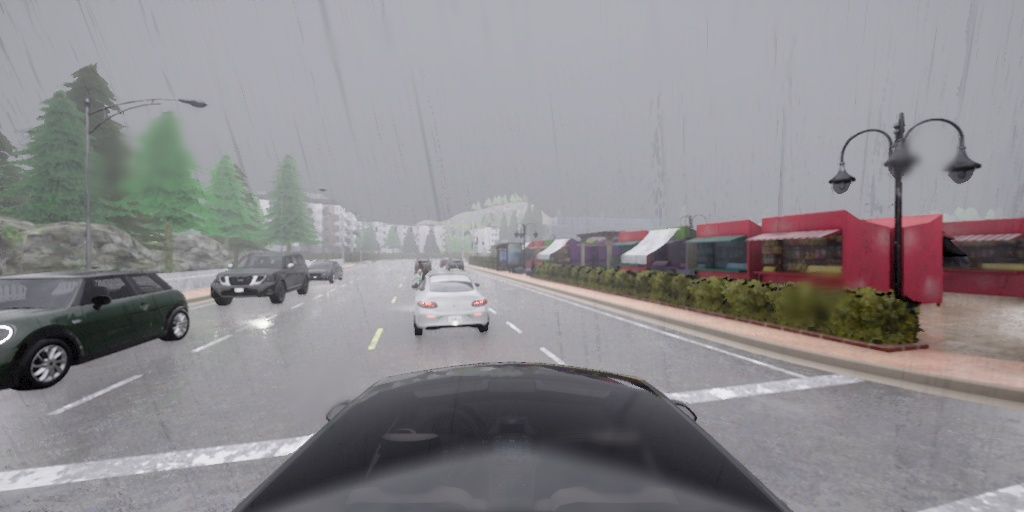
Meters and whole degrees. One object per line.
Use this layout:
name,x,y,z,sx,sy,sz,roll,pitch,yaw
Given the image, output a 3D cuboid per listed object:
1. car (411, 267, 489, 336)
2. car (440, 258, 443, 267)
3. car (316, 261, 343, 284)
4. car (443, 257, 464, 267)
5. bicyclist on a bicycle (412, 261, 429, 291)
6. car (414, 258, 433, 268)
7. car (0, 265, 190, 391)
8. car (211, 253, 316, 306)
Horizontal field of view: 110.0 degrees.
car,-1.829,1.222,10.186,1.812,1.442,4.674,0,0,-14
car,-9.303,0.870,51.483,1.882,1.535,5.008,0,0,-15
car,-13.277,1.097,25.373,1.837,1.490,4.892,0,0,-15
car,-6.790,0.962,42.489,1.837,1.490,4.892,0,0,-15
bicyclist on a bicycle,-5.016,1.079,19.927,0.582,1.620,1.656,0,1,23
car,-10.666,0.963,43.140,1.837,1.490,4.892,0,1,-15
car,-8.240,1.082,6.455,2.097,1.767,4.553,0,0,-14
car,-10.723,0.883,15.818,2.150,2.045,5.566,0,0,-15
